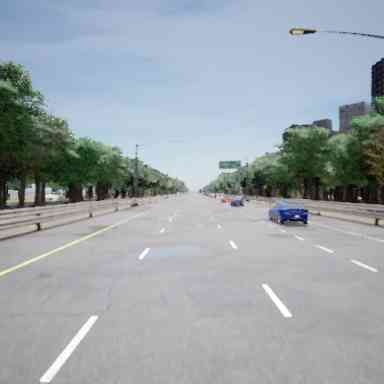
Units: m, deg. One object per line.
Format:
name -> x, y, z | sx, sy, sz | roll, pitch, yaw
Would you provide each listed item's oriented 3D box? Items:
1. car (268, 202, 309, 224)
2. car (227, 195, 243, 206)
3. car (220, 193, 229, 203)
car -> 7.028, 1.508, 24.681 | 1.882, 1.535, 5.008 | 0, 0, 0
car -> 7.147, 1.567, 53.858 | 1.812, 1.442, 4.674 | 0, 0, 0
car -> 7.264, 1.396, 71.533 | 2.097, 1.767, 4.553 | 0, 0, 0
